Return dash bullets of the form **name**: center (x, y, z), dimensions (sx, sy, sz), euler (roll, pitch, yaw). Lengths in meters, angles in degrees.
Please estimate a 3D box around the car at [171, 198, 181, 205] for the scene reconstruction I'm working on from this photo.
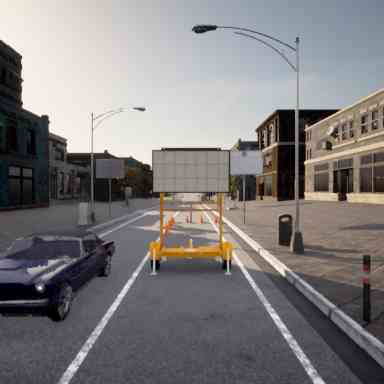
- **car**: center (-3.182, 1.983, 67.632), dimensions (1.994, 1.385, 4.181), euler (0, -1, 0)

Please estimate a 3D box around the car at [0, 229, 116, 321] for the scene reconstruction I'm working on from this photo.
- **car**: center (-3.119, 1.580, 7.363), dimensions (1.895, 1.301, 4.718), euler (0, 0, 0)

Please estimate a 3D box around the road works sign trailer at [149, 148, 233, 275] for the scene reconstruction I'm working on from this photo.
- **road works sign trailer**: center (-0.027, 0.433, 10.327), dimensions (2.380, 3.560, 2.880), euler (0, 0, 0)
